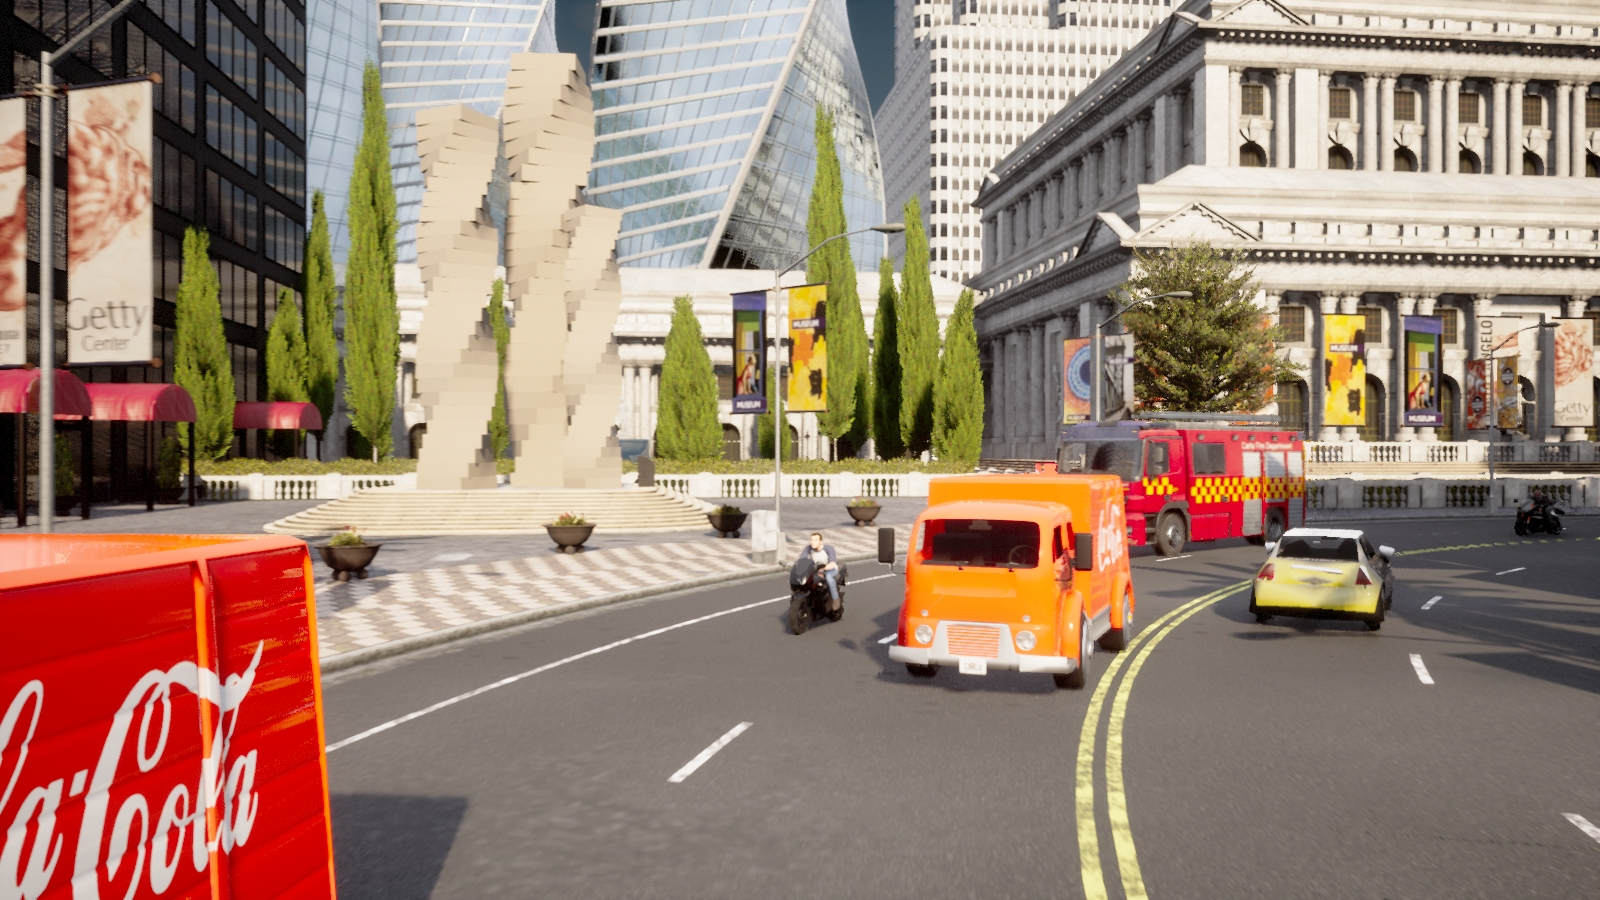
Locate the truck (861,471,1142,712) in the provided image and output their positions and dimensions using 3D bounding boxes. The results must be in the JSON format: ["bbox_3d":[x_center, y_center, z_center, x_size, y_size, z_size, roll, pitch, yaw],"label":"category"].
[{"bbox_3d":[2.903,1.568,15.116,2.627,2.467,5.204,0,0,22],"label":"truck"}]

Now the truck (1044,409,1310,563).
[{"bbox_3d":[10.782,0.893,32.133,8.468,3.827,2.891,0,0,-38],"label":"truck"}]

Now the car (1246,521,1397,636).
[{"bbox_3d":[8.903,2.067,19.322,1.970,1.475,3.806,0,0,30],"label":"car"}]

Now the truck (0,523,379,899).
[{"bbox_3d":[-3.416,1.567,2.594,2.627,2.467,5.204,0,0,5],"label":"truck"}]

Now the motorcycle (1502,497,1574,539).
[{"bbox_3d":[24.054,2.211,37.236,2.209,1.251,0.867,0,1,-24],"label":"motorcycle"}]
